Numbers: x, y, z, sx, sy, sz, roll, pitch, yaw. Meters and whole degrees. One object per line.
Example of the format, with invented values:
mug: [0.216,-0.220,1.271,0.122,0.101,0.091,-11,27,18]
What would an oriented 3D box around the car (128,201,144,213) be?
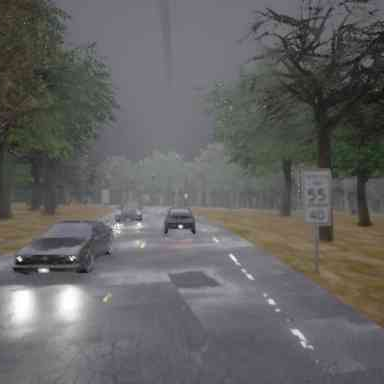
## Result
car: [-8.127,2.080,47.628,2.128,1.511,4.902,0,-1,-11]

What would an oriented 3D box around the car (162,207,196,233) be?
car: [-0.841,1.719,21.109,1.837,1.490,4.892,0,-1,-5]

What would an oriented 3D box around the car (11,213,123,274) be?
car: [-3.906,1.667,11.234,2.033,1.411,5.357,0,-1,-2]

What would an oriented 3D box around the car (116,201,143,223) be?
car: [-5.365,1.669,28.921,2.097,1.767,4.553,0,-1,-7]
